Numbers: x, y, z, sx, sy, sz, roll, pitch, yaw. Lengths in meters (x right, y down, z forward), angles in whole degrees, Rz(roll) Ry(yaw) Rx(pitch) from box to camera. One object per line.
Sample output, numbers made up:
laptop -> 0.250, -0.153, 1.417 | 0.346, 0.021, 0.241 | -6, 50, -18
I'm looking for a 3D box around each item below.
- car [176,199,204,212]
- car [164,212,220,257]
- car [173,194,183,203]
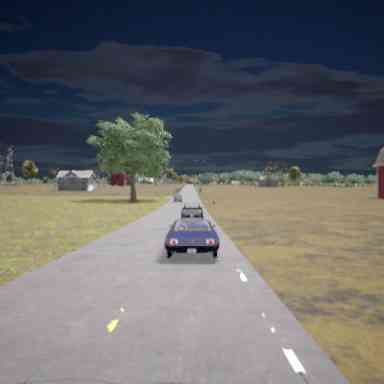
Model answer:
car -> 0.024, 1.648, 28.492 | 2.128, 1.511, 4.902 | 0, 0, 0
car -> 0.022, 1.681, 13.239 | 1.895, 1.301, 4.718 | 0, 0, 0
car -> -2.757, 1.258, 65.662 | 1.837, 1.490, 4.892 | 0, 2, 0
